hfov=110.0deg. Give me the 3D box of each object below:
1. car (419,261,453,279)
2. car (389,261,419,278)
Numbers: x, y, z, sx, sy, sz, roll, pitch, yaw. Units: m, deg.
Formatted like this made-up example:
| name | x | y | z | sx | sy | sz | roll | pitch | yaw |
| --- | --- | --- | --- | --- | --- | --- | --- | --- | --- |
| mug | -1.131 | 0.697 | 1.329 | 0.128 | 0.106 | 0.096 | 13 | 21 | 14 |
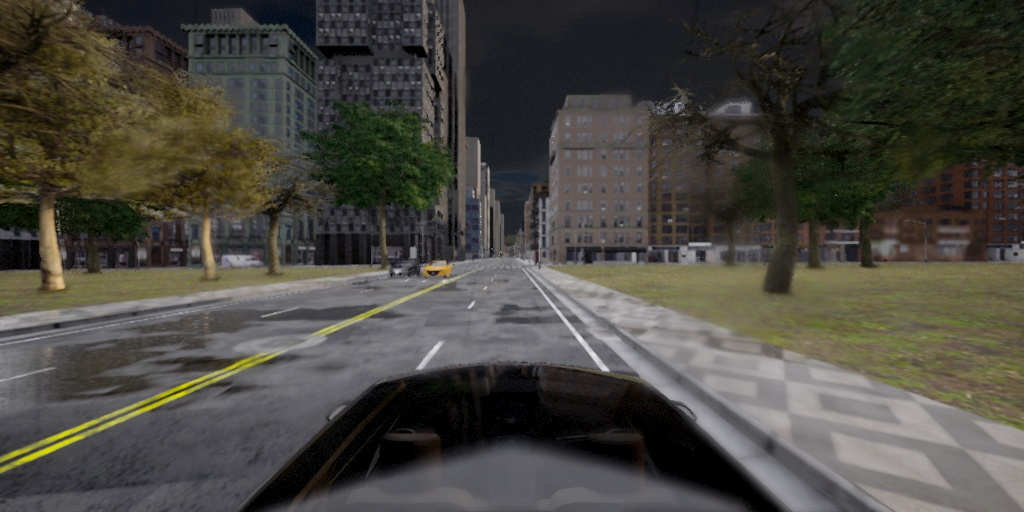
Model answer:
| name | x | y | z | sx | sy | sz | roll | pitch | yaw |
| --- | --- | --- | --- | --- | --- | --- | --- | --- | --- |
| car | -6.593 | 1.164 | 32.421 | 1.882 | 1.535 | 5.008 | 0 | 0 | 0 |
| car | -9.843 | 1.177 | 33.199 | 2.128 | 1.511 | 4.902 | 0 | 0 | 0 |
